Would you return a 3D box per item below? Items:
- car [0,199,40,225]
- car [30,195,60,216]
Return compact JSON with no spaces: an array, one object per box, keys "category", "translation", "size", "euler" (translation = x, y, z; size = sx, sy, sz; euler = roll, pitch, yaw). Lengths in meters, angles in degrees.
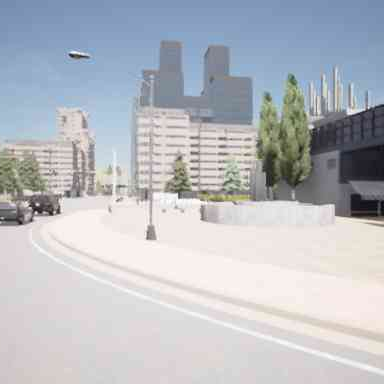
[{"category":"car","translation":[-12.955,1.537,24.217],"size":[2.128,1.511,4.902],"euler":[0,0,-14]},{"category":"car","translation":[-14.900,1.304,33.673],"size":[2.150,2.045,5.566],"euler":[0,0,-11]}]
